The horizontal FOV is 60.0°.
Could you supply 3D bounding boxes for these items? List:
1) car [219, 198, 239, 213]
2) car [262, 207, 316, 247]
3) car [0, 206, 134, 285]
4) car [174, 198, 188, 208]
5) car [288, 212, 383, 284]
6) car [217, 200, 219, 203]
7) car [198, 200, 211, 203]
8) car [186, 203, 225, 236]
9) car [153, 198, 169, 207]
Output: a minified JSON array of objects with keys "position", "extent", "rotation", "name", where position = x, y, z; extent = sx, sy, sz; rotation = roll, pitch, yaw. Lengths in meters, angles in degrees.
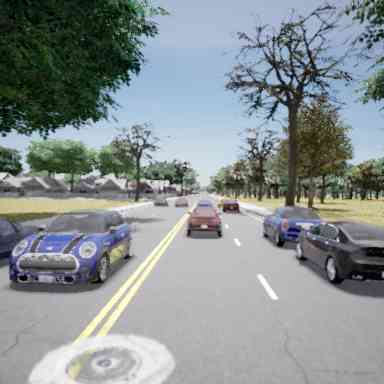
[{"position":[4.724,1.658,40.878],"extent":[1.882,1.535,5.008],"rotation":[1,0,3],"name":"car"},{"position":[4.718,1.468,15.808],"extent":[2.097,1.767,4.553],"rotation":[1,0,2],"name":"car"},{"position":[-3.096,1.311,9.488],"extent":[2.097,1.767,4.553],"rotation":[1,0,2],"name":"car"},{"position":[-1.557,1.616,50.655],"extent":[1.812,1.442,4.674],"rotation":[1,0,2],"name":"car"},{"position":[4.495,1.606,9.842],"extent":[1.837,1.490,4.892],"rotation":[1,0,2],"name":"car"},{"position":[5.132,1.699,53.459],"extent":[1.882,1.535,5.008],"rotation":[1,0,2],"name":"car"},{"position":[1.391,1.635,37.492],"extent":[1.812,1.442,4.674],"rotation":[1,0,2],"name":"car"},{"position":[0.703,1.575,18.944],"extent":[1.812,1.442,4.674],"rotation":[1,0,2],"name":"car"},{"position":[-4.759,1.597,51.894],"extent":[1.994,1.385,4.181],"rotation":[1,0,2],"name":"car"}]
